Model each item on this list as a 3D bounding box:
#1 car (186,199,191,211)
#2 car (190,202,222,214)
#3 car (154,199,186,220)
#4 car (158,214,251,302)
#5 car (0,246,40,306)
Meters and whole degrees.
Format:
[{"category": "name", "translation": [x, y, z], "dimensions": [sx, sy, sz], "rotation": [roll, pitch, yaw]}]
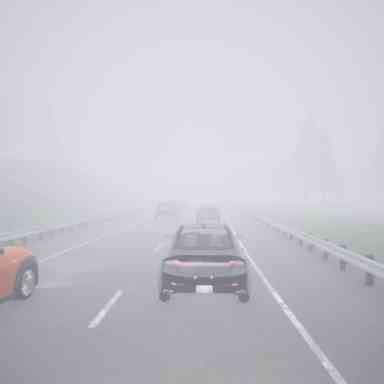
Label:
[{"category": "car", "translation": [-1.019, 1.705, 44.960], "dimensions": [2.128, 1.511, 4.902], "rotation": [0, 0, 5]}, {"category": "car", "translation": [1.289, 1.618, 26.113], "dimensions": [2.128, 1.511, 4.902], "rotation": [0, 0, 4]}, {"category": "car", "translation": [-2.055, 1.494, 30.204], "dimensions": [2.097, 1.767, 4.553], "rotation": [0, 0, 5]}, {"category": "car", "translation": [0.295, 1.533, 8.369], "dimensions": [2.128, 1.511, 4.902], "rotation": [0, 0, 2]}, {"category": "car", "translation": [-4.491, 1.372, 5.619], "dimensions": [2.097, 1.767, 4.553], "rotation": [0, 0, 1]}]
